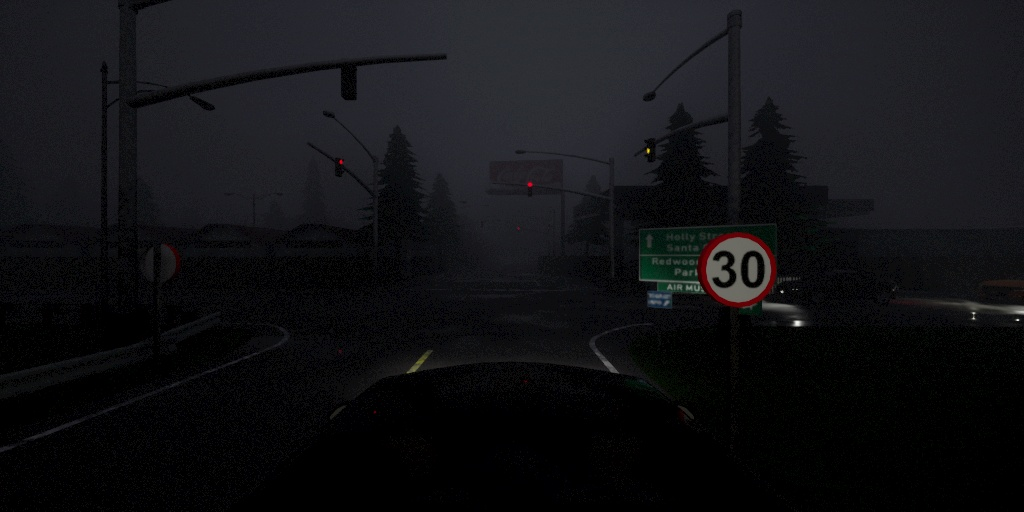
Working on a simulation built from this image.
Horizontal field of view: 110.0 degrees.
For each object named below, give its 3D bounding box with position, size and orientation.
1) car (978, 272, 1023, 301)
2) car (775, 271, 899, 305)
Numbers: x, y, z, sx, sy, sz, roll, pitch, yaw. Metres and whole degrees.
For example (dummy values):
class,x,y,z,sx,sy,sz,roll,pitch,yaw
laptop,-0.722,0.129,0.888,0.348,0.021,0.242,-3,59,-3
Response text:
class,x,y,z,sx,sy,sz,roll,pitch,yaw
car,25.131,1.419,16.803,5.008,1.535,1.882,0,0,1
car,15.195,1.446,16.931,4.892,1.490,1.837,0,0,1
